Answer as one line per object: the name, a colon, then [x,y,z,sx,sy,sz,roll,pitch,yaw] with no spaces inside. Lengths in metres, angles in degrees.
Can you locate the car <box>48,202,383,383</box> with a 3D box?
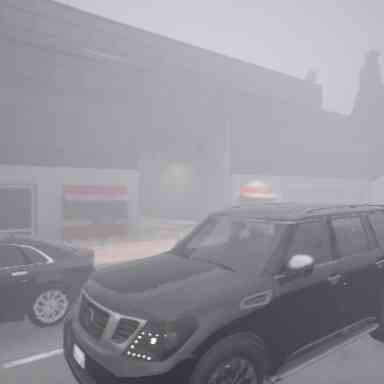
car: [1.157,1.212,4.819,5.566,2.045,2.150,0,0,-36]

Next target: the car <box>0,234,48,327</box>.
car: [-3.989,1.510,5.444,4.892,1.490,1.837,0,0,-36]
